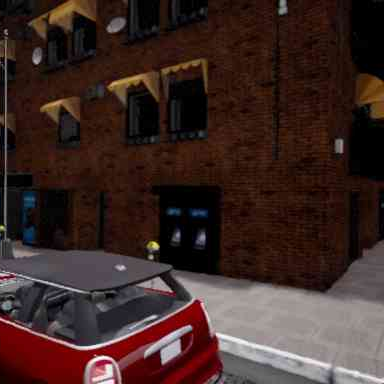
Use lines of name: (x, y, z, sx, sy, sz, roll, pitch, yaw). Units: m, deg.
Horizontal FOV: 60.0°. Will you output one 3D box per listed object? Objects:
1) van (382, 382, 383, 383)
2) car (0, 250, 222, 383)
van: (2.726, 1.327, 0.907, 3.998, 1.788, 1.690, -1, 1, 36)
car: (-1.769, 1.471, 4.116, 4.097, 1.590, 1.967, -1, 1, 36)
